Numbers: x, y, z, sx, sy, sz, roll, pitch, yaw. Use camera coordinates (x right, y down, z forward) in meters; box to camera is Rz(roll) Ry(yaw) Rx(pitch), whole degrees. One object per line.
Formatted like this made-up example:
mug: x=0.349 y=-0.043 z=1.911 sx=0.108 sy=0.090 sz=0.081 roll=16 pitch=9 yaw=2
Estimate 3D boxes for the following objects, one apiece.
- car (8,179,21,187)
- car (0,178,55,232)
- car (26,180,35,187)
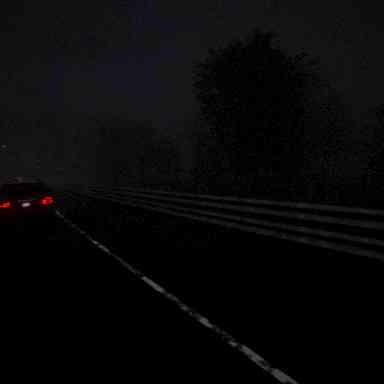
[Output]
car: x=-42.917 y=-2.114 z=80.434 sx=2.097 sy=1.767 sz=4.553 roll=-4 pitch=4 yaw=-23
car: x=-7.847 y=0.489 z=15.570 sx=2.150 sy=2.045 sz=5.566 roll=-5 pitch=4 yaw=-28
car: x=-39.716 y=-2.224 z=81.851 sx=1.837 sy=1.490 sz=4.892 roll=-4 pitch=4 yaw=-23
